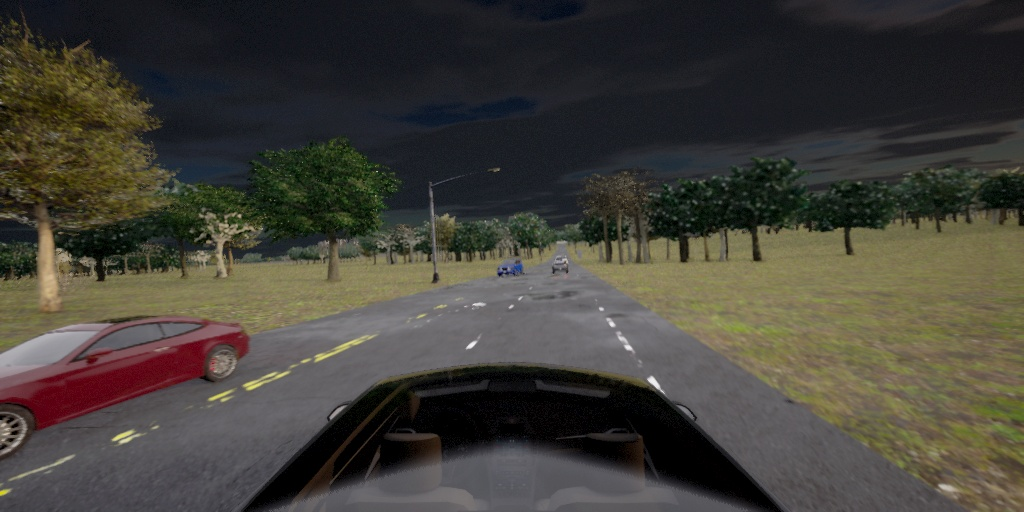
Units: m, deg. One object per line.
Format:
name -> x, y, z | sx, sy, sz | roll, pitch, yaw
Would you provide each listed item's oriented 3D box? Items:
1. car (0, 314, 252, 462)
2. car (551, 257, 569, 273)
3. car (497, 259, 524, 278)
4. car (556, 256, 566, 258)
car -> -6.707, 1.781, 5.821 | 1.812, 1.442, 4.674 | -4, -1, 8
car -> 5.833, 1.253, 43.219 | 2.128, 1.511, 4.902 | -4, -1, 8
car -> -0.123, 1.395, 42.909 | 2.150, 2.045, 5.566 | -4, -1, 15
car -> 8.619, 1.021, 62.336 | 2.150, 2.045, 5.566 | -4, -1, 8
